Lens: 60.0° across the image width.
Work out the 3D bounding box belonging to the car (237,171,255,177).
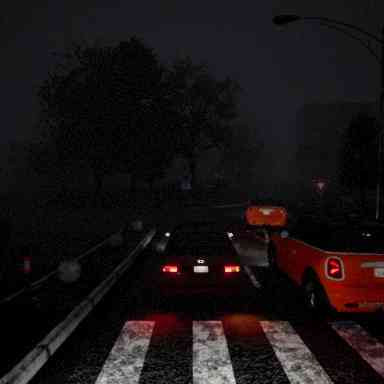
[{"bbox_3d":[14.752,-4.926,91.054,4.792,1.488,2.163,1,6,11],"label":"car"}]

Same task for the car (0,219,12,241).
[{"bbox_3d":[-8.402,1.471,11.285,2.033,1.411,5.357,0,1,3],"label":"car"}]

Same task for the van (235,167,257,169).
[{"bbox_3d":[13.749,-4.664,85.673,4.442,1.987,1.878,1,5,10],"label":"van"}]

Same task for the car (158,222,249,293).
[{"bbox_3d":[0.197,1.512,8.979,2.033,1.411,5.357,0,1,1],"label":"car"}]

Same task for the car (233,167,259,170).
[{"bbox_3d":[14.343,-4.945,88.342,5.566,2.045,2.435,1,6,10],"label":"car"}]

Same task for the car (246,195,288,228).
[{"bbox_3d":[4.263,0.928,18.736,2.097,1.767,4.553,1,4,14],"label":"car"}]

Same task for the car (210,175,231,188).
[{"bbox_3d":[4.604,-1.444,53.476,1.837,1.490,4.892,-1,5,-6],"label":"car"}]

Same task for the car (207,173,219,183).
[{"bbox_3d":[3.930,-2.522,66.323,1.994,1.385,4.181,0,5,3],"label":"car"}]

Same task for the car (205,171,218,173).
[{"bbox_3d":[4.466,-3.457,76.176,2.033,1.411,5.357,1,5,9],"label":"car"}]

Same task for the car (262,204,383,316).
[{"bbox_3d":[3.194,1.337,7.632,2.097,1.767,4.553,0,0,0],"label":"car"}]

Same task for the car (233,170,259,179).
[{"bbox_3d":[12.942,-3.922,80.266,4.892,1.521,2.231,1,5,10],"label":"car"}]

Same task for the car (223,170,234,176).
[{"bbox_3d":[9.484,-4.579,88.556,1.895,1.301,4.718,1,6,10],"label":"car"}]

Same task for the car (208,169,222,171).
[{"bbox_3d":[5.952,-4.416,85.659,1.882,1.535,5.008,1,6,10],"label":"car"}]
